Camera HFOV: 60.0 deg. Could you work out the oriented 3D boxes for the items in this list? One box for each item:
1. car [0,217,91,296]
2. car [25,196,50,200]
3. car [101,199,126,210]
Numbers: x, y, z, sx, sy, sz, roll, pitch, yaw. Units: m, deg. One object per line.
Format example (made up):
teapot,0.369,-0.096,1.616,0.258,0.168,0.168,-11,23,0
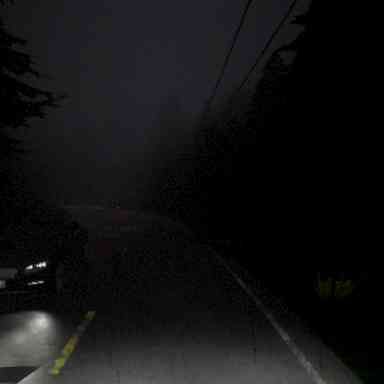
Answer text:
car,-3.943,1.460,8.688,2.128,1.511,4.902,0,0,-6
car,-22.979,1.318,49.387,4.902,1.511,2.128,0,0,26
car,-9.365,1.441,39.374,1.895,1.301,4.718,0,0,-28
